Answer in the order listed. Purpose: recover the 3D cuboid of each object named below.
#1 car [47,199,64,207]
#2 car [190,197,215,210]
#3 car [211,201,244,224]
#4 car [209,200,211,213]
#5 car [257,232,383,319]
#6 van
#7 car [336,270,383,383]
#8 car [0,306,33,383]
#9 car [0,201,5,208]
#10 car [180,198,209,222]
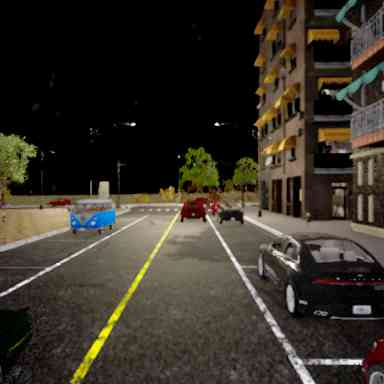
[{"bbox_3d":[-20.608,1.718,52.506,4.206,1.307,1.802,-1,1,-1],"label":"car"},{"bbox_3d":[1.371,1.441,42.263,1.812,1.442,4.674,0,0,20],"label":"car"},{"bbox_3d":[2.656,1.503,23.780,2.008,1.369,4.403,0,0,0],"label":"car"},{"bbox_3d":[2.685,1.481,31.709,1.887,1.381,4.507,0,0,0],"label":"car"},{"bbox_3d":[2.565,1.536,7.201,2.008,1.369,4.403,0,0,0],"label":"car"},{"bbox_3d":[-5.350,1.305,18.302,1.690,1.788,3.998,0,0,0],"label":"van"},{"bbox_3d":[2.567,1.578,1.675,1.802,1.307,4.206,0,0,0],"label":"car"},{"bbox_3d":[-2.841,1.597,1.767,1.895,1.301,4.718,0,0,0],"label":"car"},{"bbox_3d":[-31.691,1.851,52.367,4.206,1.307,1.802,-1,1,-1],"label":"car"},{"bbox_3d":[0.089,1.426,25.960,1.882,1.535,5.008,0,0,0],"label":"car"}]
